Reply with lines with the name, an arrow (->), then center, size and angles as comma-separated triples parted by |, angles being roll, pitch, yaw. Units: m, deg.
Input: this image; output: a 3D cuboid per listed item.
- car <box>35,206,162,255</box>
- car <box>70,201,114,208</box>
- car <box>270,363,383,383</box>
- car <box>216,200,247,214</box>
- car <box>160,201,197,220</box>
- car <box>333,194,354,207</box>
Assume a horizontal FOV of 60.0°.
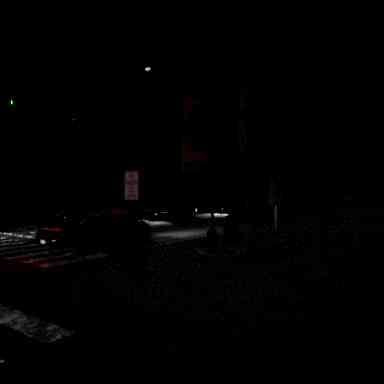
car -> -3.765, 1.510, 13.523 | 2.128, 1.511, 4.902 | 0, 0, 35
car -> -6.688, 1.368, 20.988 | 2.097, 1.767, 4.553 | 0, 0, 35
car -> 2.222, 1.551, 1.259 | 4.403, 1.369, 2.008 | 0, 0, 36
car -> 4.342, 1.615, 36.553 | 1.994, 1.385, 4.181 | 0, 0, 36
car -> -1.456, 1.536, 28.375 | 1.837, 1.490, 4.892 | 0, 0, 35
car -> 24.096, 1.345, 52.873 | 2.150, 2.045, 5.566 | 0, 0, 35
